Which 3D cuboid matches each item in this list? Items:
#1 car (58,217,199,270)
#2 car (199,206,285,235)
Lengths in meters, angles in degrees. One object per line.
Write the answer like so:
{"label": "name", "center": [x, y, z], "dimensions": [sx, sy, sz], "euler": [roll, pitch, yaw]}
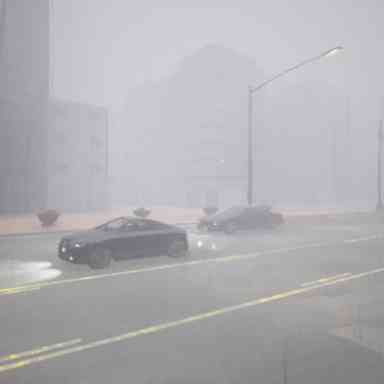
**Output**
{"label": "car", "center": [-2.151, 1.533, 10.993], "dimensions": [4.181, 1.385, 1.994], "euler": [0, 0, -34]}
{"label": "car", "center": [2.887, 1.517, 18.707], "dimensions": [5.357, 1.411, 2.033], "euler": [0, 0, -35]}
